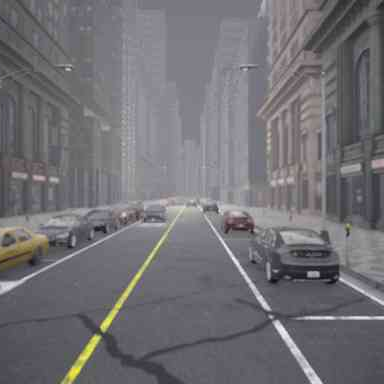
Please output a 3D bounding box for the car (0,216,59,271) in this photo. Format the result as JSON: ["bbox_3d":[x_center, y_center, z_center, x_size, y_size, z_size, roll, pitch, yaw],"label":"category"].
[{"bbox_3d":[-5.768,1.629,9.552,1.752,1.417,4.829,0,-1,0],"label":"car"}]

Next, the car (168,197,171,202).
[{"bbox_3d":[-5.820,2.146,65.737,1.967,1.590,4.097,0,-1,0],"label":"car"}]

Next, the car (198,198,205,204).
[{"bbox_3d":[2.679,2.449,93.763,1.967,1.590,4.097,0,-1,0],"label":"car"}]

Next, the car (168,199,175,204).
[{"bbox_3d":[-5.846,2.591,93.743,1.802,1.307,4.206,0,-1,0],"label":"car"}]

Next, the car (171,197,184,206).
[{"bbox_3d":[-3.064,2.286,69.811,1.994,1.385,4.181,0,-1,0],"label":"car"}]

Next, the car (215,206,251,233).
[{"bbox_3d":[2.746,1.769,20.938,1.887,1.381,4.507,0,-1,0],"label":"car"}]

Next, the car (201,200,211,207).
[{"bbox_3d":[2.705,2.251,65.753,1.887,1.381,4.507,0,-1,0],"label":"car"}]

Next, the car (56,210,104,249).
[{"bbox_3d":[-5.774,1.716,15.323,2.008,1.369,4.403,0,-1,0],"label":"car"}]

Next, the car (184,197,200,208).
[{"bbox_3d":[-0.056,2.146,60.984,2.128,1.511,4.902,0,-1,0],"label":"car"}]

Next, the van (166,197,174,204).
[{"bbox_3d":[-5.840,2.290,88.145,1.690,1.788,3.998,0,-1,0],"label":"van"}]

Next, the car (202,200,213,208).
[{"bbox_3d":[2.710,2.172,60.321,1.752,1.417,4.829,0,-1,0],"label":"car"}]

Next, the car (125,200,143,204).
[{"bbox_3d":[-5.788,1.659,32.130,2.192,1.841,5.009,0,-1,0],"label":"car"}]

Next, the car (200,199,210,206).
[{"bbox_3d":[2.700,2.311,71.354,1.887,1.381,4.507,0,-1,0],"label":"car"}]

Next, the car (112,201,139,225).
[{"bbox_3d":[-5.784,1.724,26.527,1.967,1.590,4.097,0,-1,0],"label":"car"}]

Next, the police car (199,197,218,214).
[{"bbox_3d":[2.327,1.882,42.738,1.930,1.638,5.238,0,-1,0],"label":"police car"}]

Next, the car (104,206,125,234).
[{"bbox_3d":[-5.779,1.790,20.924,1.947,1.339,4.313,0,-1,0],"label":"car"}]

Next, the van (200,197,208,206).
[{"bbox_3d":[2.695,2.168,76.958,1.690,1.788,3.998,0,-1,0],"label":"van"}]

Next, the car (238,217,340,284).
[{"bbox_3d":[2.757,1.656,9.734,2.008,1.369,4.403,0,-1,0],"label":"car"}]

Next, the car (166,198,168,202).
[{"bbox_3d":[-5.815,2.169,59.965,1.752,1.417,4.829,0,-1,0],"label":"car"}]

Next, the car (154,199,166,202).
[{"bbox_3d":[-5.810,2.167,54.532,1.802,1.307,4.206,0,-1,0],"label":"car"}]

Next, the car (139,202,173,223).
[{"bbox_3d":[-3.128,1.862,29.400,2.033,1.411,5.357,0,-1,0],"label":"car"}]

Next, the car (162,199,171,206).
[{"bbox_3d":[-5.831,2.372,76.939,1.887,1.381,4.507,0,-1,0],"label":"car"}]

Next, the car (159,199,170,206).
[{"bbox_3d":[-5.826,2.311,71.337,1.887,1.381,4.507,0,-1,0],"label":"car"}]

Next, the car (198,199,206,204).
[{"bbox_3d":[2.684,2.493,88.160,1.887,1.381,4.507,0,-1,0],"label":"car"}]
